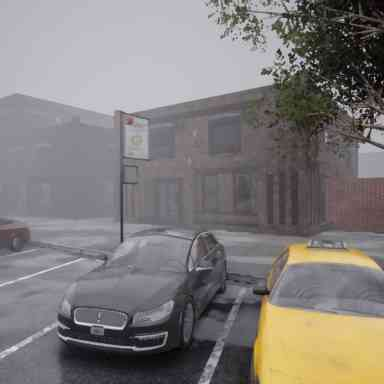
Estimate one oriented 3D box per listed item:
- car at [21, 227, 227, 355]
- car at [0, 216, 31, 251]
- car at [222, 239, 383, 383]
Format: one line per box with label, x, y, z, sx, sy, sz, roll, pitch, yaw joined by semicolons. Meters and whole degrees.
car;-0.514;1.487;6.467;2.231;1.521;4.892;1;-1;16
car;-7.830;1.527;11.710;2.002;1.452;4.674;1;-1;16
car;1.872;1.480;4.536;1.946;1.575;5.366;1;-1;16
